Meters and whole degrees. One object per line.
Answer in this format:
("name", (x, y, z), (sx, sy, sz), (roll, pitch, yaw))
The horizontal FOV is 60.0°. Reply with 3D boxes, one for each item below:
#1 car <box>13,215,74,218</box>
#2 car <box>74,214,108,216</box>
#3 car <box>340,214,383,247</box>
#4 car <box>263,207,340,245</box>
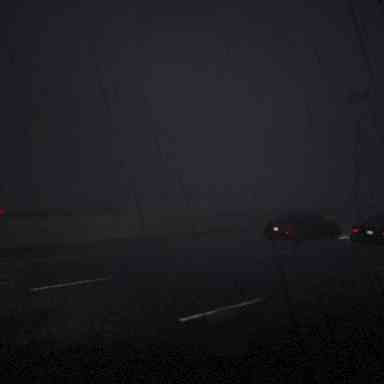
("car", (-11.948, 1.636, 25.567), (4.718, 1.301, 1.895), (0, 0, -36))
("car", (-9.594, 1.621, 31.548), (5.357, 1.411, 2.033), (0, 0, -36))
("car", (8.983, 1.658, 14.482), (5.357, 1.411, 2.033), (1, 0, -36))
("car", (5.422, 1.661, 16.233), (4.181, 1.385, 1.994), (0, 0, -36))
